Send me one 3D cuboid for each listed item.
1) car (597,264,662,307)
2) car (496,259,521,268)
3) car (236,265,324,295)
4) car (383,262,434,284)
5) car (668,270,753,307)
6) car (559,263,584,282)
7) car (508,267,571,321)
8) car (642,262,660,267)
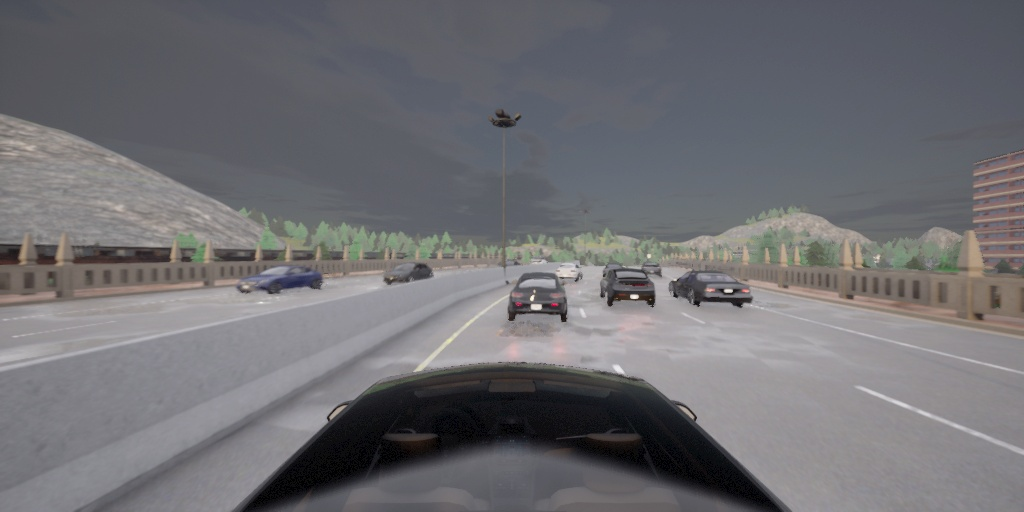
[{"bbox_3d":[4.970,1.280,15.846,1.837,1.490,4.892,0,0,9],"label":"car"},{"bbox_3d":[-0.301,1.264,38.104,1.837,1.490,4.892,0,0,17],"label":"car"},{"bbox_3d":[-12.322,1.226,19.462,1.812,1.442,4.674,0,0,10],"label":"car"},{"bbox_3d":[-7.388,1.229,26.018,1.837,1.490,4.892,0,0,14],"label":"car"},{"bbox_3d":[8.431,1.338,15.724,2.033,1.411,5.357,0,0,10],"label":"car"},{"bbox_3d":[4.720,1.304,29.730,1.812,1.442,4.674,0,0,16],"label":"car"},{"bbox_3d":[0.945,1.281,12.455,1.812,1.442,4.674,0,0,6],"label":"car"},{"bbox_3d":[14.121,1.313,36.663,2.128,1.511,4.902,0,0,17],"label":"car"}]
